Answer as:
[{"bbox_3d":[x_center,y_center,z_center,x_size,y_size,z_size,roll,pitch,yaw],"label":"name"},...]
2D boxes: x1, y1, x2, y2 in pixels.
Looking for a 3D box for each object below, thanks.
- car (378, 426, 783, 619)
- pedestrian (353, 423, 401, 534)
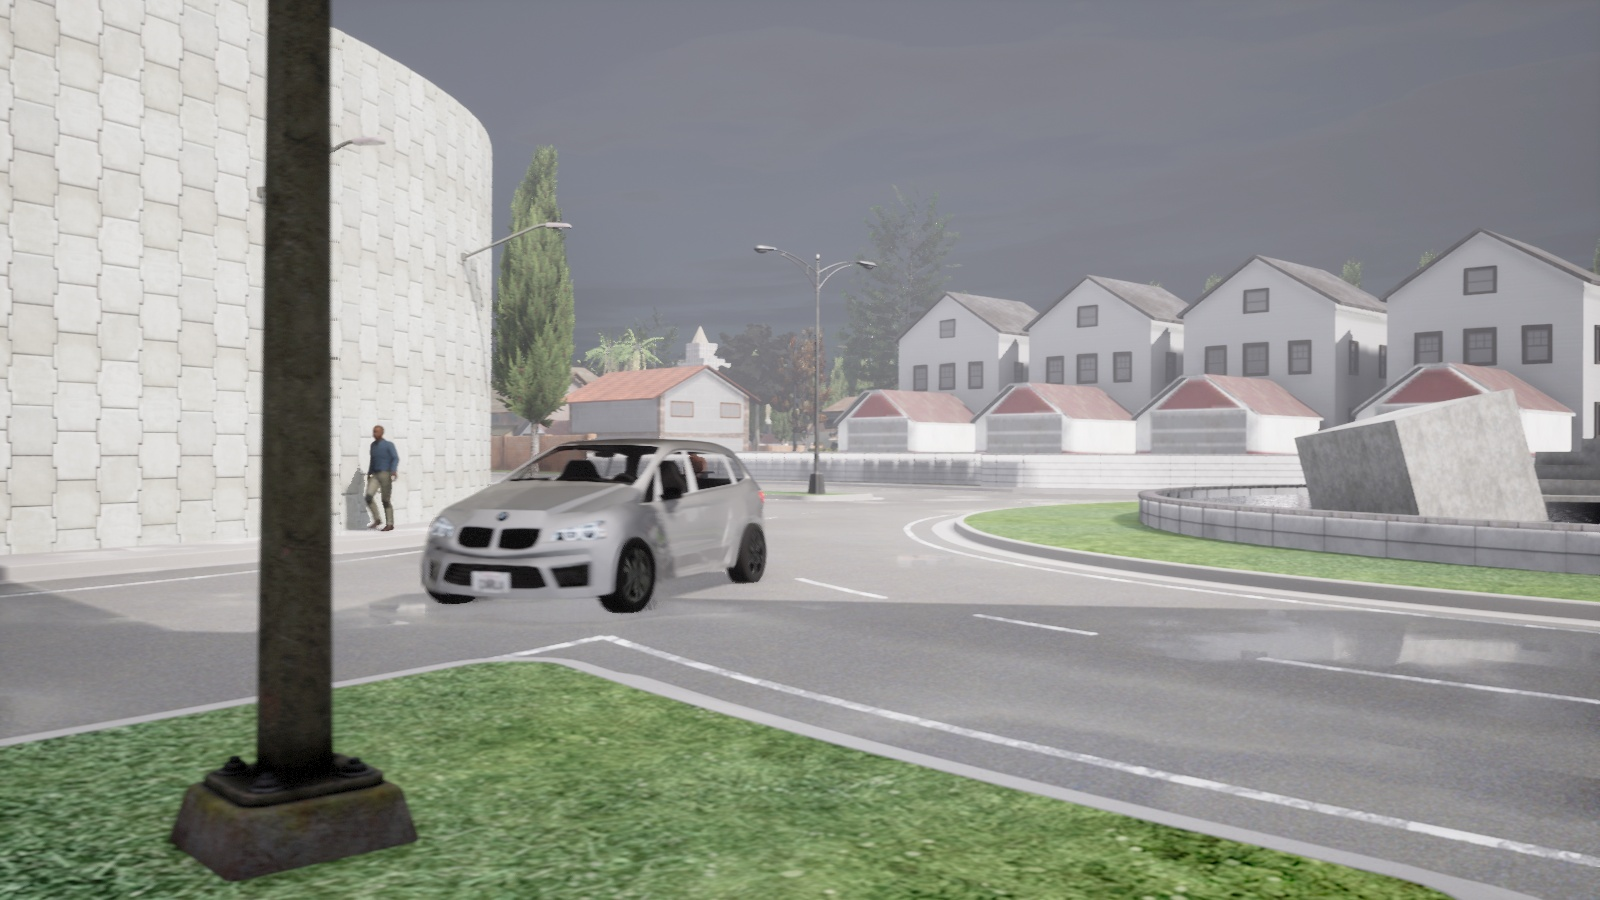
[{"bbox_3d":[-2.058,0.637,13.417,2.242,1.667,4.611,0,0,20],"label":"car"},{"bbox_3d":[-7.114,0.477,21.126,0.370,1.835,0.726,0,0,23],"label":"pedestrian"}]
